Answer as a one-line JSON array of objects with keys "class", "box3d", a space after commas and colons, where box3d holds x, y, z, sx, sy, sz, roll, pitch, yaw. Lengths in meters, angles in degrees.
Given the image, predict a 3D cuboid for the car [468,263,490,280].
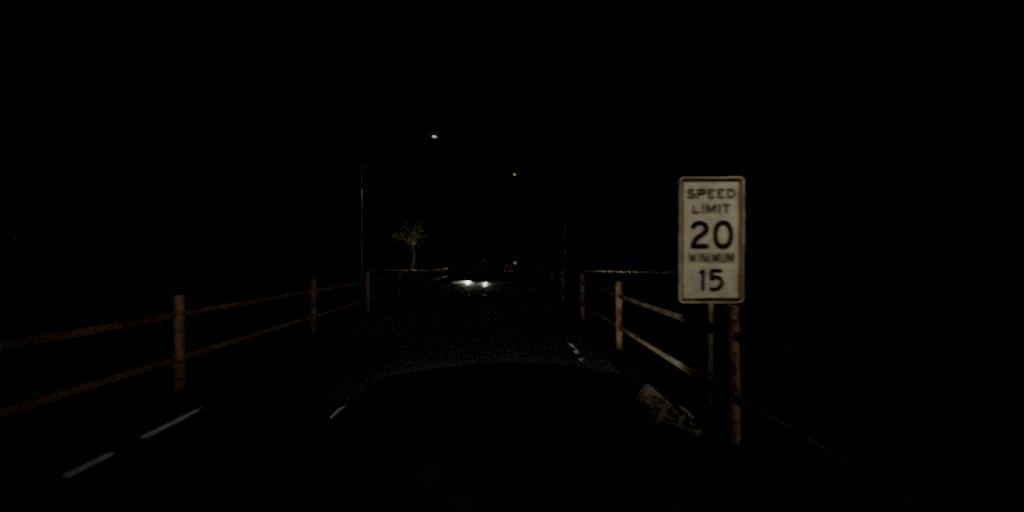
[{"class": "car", "box3d": [-3.183, 1.458, 35.240, 1.882, 1.535, 5.008, -1, -1, -1]}]
